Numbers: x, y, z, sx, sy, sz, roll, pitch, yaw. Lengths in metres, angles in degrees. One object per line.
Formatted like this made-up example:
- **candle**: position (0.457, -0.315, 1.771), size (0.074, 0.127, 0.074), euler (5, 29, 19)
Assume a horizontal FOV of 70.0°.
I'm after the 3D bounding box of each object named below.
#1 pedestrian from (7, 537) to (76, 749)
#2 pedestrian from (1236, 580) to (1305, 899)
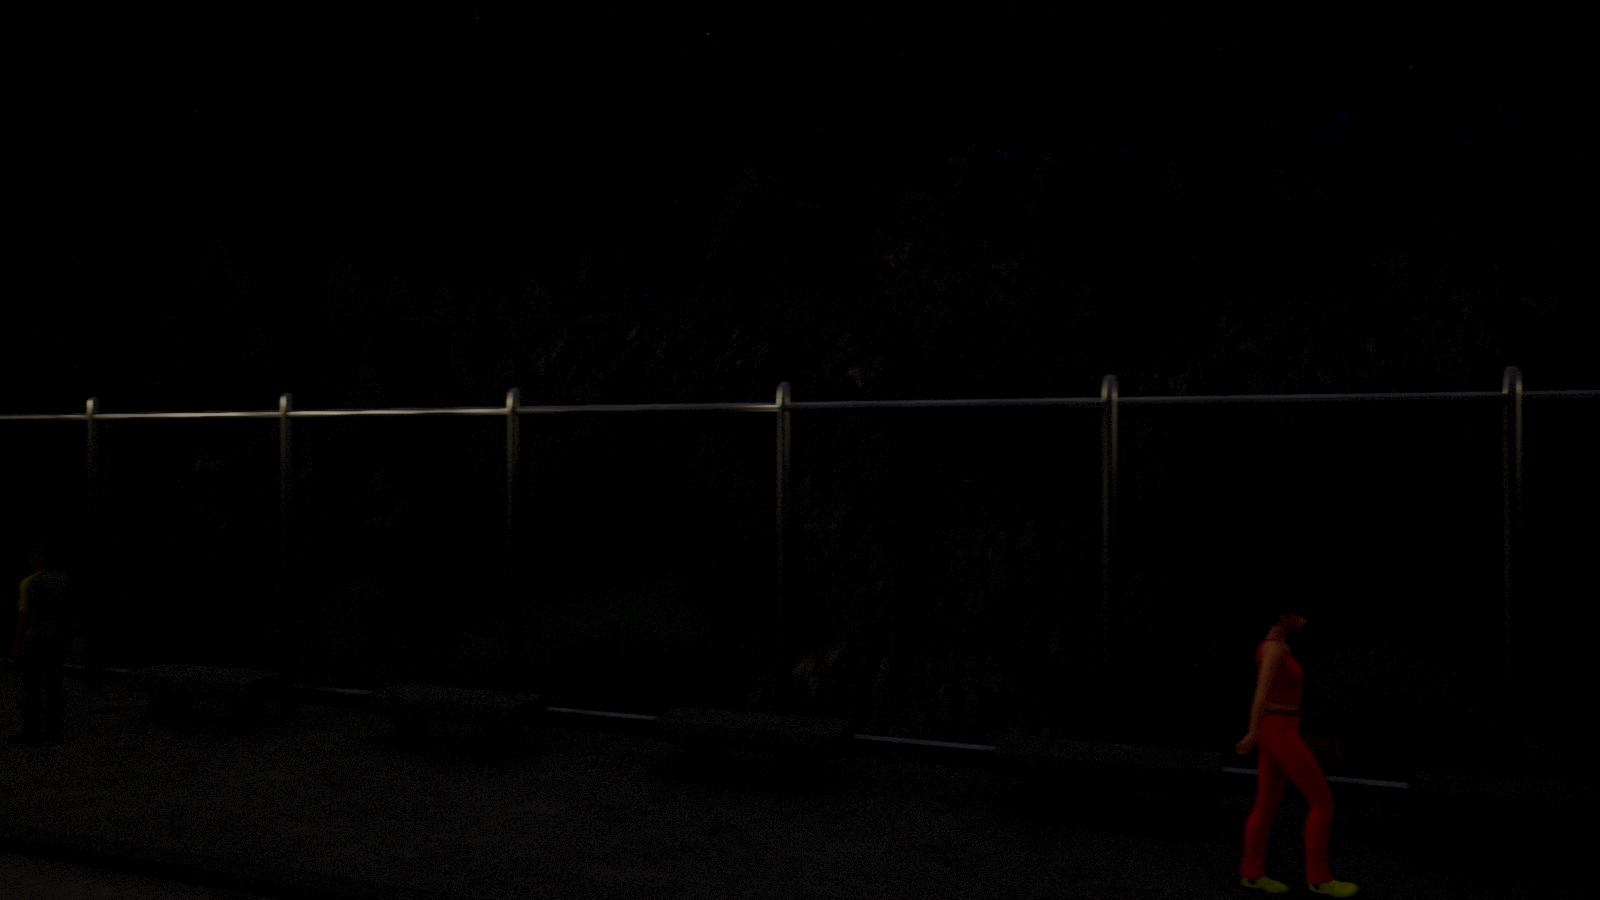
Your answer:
- **pedestrian**: position (-6.954, 1.746, 10.479), size (0.375, 1.860, 0.375), euler (0, 0, 21)
- **pedestrian**: position (2.840, 1.744, 6.916), size (0.375, 1.860, 0.375), euler (0, 0, 20)
